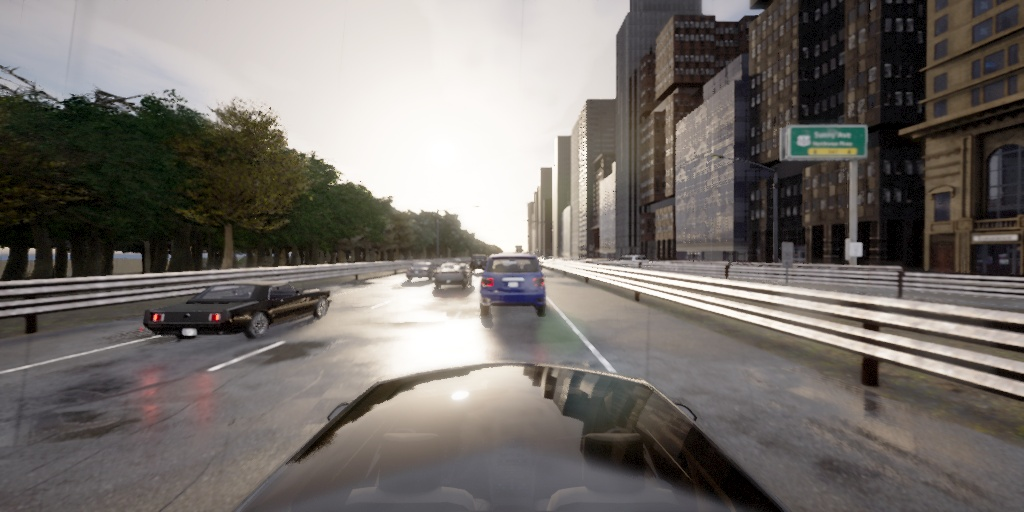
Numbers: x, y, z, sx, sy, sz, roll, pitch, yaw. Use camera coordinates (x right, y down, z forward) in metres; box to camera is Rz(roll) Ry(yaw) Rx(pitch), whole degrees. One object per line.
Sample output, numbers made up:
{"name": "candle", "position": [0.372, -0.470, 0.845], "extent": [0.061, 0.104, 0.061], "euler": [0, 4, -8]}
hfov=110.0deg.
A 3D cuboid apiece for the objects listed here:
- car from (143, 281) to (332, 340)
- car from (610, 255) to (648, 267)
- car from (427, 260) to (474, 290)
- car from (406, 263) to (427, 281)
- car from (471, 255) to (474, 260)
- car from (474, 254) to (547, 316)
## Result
{"name": "car", "position": [-6.955, 1.344, 9.939], "extent": [1.895, 1.301, 4.718], "euler": [0, 0, 0]}
{"name": "car", "position": [14.607, 0.951, 44.930], "extent": [2.150, 2.045, 5.566], "euler": [0, 0, -18]}
{"name": "car", "position": [-3.548, 1.199, 22.334], "extent": [2.128, 1.511, 4.902], "euler": [0, 0, -1]}
{"name": "car", "position": [-7.102, 1.248, 29.148], "extent": [2.033, 1.411, 5.357], "euler": [0, 0, 0]}
{"name": "car", "position": [-3.689, 0.891, 42.012], "extent": [2.150, 2.045, 5.566], "euler": [0, 0, -1]}
{"name": "car", "position": [0.019, 0.941, 13.392], "extent": [2.150, 2.045, 5.566], "euler": [0, 0, 0]}
